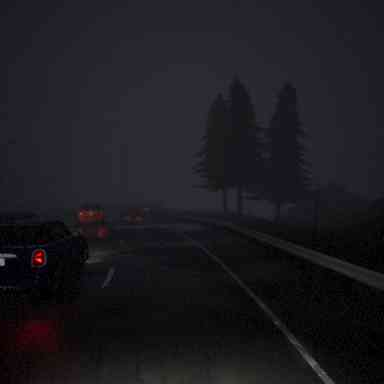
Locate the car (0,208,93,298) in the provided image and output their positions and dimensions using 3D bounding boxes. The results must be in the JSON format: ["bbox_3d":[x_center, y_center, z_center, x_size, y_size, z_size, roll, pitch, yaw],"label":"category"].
[{"bbox_3d":[-4.240,1.498,8.975,2.097,1.767,4.553,0,-1,-6],"label":"car"}]

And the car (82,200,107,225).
[{"bbox_3d":[-8.572,1.781,28.268,2.097,1.767,4.553,0,-1,-17],"label":"car"}]

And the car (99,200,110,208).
[{"bbox_3d":[-17.887,2.464,68.066,1.812,1.442,4.674,0,-1,-18],"label":"car"}]

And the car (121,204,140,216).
[{"bbox_3d":[-7.347,2.103,39.707,1.812,1.442,4.674,0,-1,-18],"label":"car"}]

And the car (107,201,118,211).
[{"bbox_3d":[-13.153,2.361,53.749,1.994,1.385,4.181,0,-1,-18],"label":"car"}]

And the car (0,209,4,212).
[{"bbox_3d":[-9.443,1.807,18.499,1.837,1.490,4.892,0,-1,-13],"label":"car"}]
